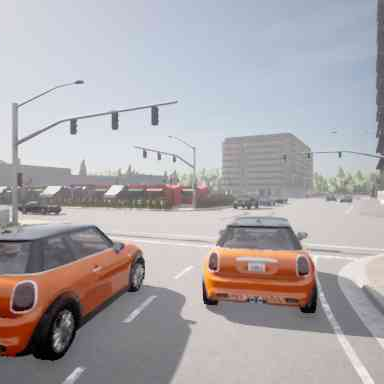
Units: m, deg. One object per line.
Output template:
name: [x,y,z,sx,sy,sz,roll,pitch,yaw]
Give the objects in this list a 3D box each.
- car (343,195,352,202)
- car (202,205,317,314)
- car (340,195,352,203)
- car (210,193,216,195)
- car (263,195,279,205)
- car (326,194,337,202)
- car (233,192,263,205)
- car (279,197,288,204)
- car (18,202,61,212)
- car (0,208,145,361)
car: [36.450,1.500,77.816,1.837,1.490,4.892,0,0,27]
car: [1.654,1.351,7.951,2.097,1.767,4.553,0,0,14]
car: [31.886,1.595,68.980,1.895,1.301,4.718,0,0,27]
car: [4.794,1.209,86.873,4.605,1.855,1.932,0,0,28]
car: [11.887,1.352,53.336,2.097,1.767,4.553,0,0,27]
car: [33.309,1.355,79.361,2.097,1.767,4.553,0,0,27]
car: [7.304,1.221,44.482,2.150,2.045,5.566,0,0,27]
car: [16.503,1.601,62.183,1.895,1.301,4.718,0,0,28]
car: [-15.694,1.656,34.351,4.718,1.301,1.895,0,0,28]
car: [-2.463,1.351,6.230,2.097,1.767,4.553,0,0,10]
